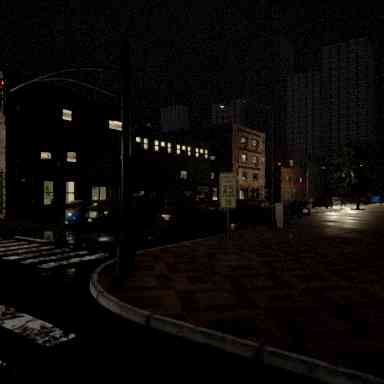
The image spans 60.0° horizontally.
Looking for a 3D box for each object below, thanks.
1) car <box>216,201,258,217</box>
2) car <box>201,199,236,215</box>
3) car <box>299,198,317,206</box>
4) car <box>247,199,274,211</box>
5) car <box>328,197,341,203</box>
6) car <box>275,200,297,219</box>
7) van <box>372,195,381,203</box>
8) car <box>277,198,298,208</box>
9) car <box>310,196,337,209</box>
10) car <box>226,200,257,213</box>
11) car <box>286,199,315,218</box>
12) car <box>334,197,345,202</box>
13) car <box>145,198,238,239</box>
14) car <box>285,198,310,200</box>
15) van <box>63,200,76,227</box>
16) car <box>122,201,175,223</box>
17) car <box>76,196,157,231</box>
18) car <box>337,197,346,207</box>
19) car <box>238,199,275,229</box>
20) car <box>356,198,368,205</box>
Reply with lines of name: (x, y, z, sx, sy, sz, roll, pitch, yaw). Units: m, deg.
car: (4.774, 1.664, 34.259, 2.033, 1.411, 5.357, 0, 0, 35)
car: (2.915, 1.570, 36.126, 1.967, 1.590, 4.097, -1, -1, 35)
car: (22.070, 1.816, 63.174, 2.008, 1.369, 4.403, -1, -1, 35)
car: (9.300, 1.723, 45.141, 2.008, 1.369, 4.403, -1, -1, 35)
car: (34.839, 1.915, 81.207, 2.008, 1.369, 4.403, -1, -1, 35)
car: (6.564, 1.616, 26.776, 1.887, 1.381, 4.507, -1, -1, 35)
van: (44.871, 1.694, 80.877, 1.690, 1.788, 3.998, -1, -1, 35)
car: (15.586, 1.742, 54.018, 1.752, 1.417, 4.829, -1, -1, 35)
car: (19.522, 1.537, 49.550, 2.097, 1.767, 4.553, 0, 0, 35)
car: (6.107, 1.701, 40.632, 2.008, 1.369, 4.403, -1, -1, 35)
car: (9.756, 1.657, 31.284, 1.947, 1.339, 4.313, -1, -1, 35)
car: (38.031, 1.936, 85.715, 1.887, 1.381, 4.507, -1, -1, 35)
car: (0.177, 1.350, 17.761, 2.192, 1.841, 5.009, -1, -1, 35)
car: (15.352, 1.830, 49.026, 1.895, 1.301, 4.718, 0, 0, 35)
van: (-6.663, 1.414, 22.601, 1.690, 1.788, 3.998, -1, 0, 35)
car: (-3.470, 1.531, 27.109, 1.967, 1.590, 4.097, -1, -1, 35)
car: (-4.294, 1.284, 21.458, 2.150, 2.045, 5.566, 0, 0, 35)
car: (25.392, 1.829, 57.840, 1.895, 1.301, 4.718, 0, 0, 36)
car: (3.370, 1.368, 22.269, 2.192, 1.841, 5.009, -1, -1, 35)
car: (32.103, 1.801, 62.841, 2.008, 1.369, 4.403, -1, -1, 35)
